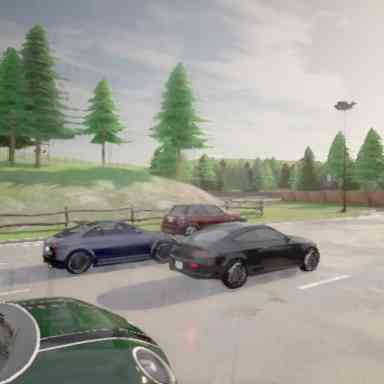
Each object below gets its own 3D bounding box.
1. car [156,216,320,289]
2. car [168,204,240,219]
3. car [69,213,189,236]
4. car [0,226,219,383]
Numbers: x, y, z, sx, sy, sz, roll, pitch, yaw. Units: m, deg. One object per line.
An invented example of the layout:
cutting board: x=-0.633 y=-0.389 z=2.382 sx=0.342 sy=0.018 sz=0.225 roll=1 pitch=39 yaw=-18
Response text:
car: x=1.564 y=1.546 z=9.170 sx=4.674 sy=1.442 sz=1.812 roll=0 pitch=0 yaw=-36
car: x=0.708 y=1.384 z=17.170 sx=4.553 sy=1.767 sz=2.097 roll=0 pitch=0 yaw=-36
car: x=-2.468 y=1.577 z=10.591 sx=4.181 sy=1.385 sz=1.994 roll=0 pitch=0 yaw=-36
car: x=-2.275 y=1.349 z=2.127 sx=4.553 sy=1.767 sz=2.097 roll=0 pitch=0 yaw=-36
